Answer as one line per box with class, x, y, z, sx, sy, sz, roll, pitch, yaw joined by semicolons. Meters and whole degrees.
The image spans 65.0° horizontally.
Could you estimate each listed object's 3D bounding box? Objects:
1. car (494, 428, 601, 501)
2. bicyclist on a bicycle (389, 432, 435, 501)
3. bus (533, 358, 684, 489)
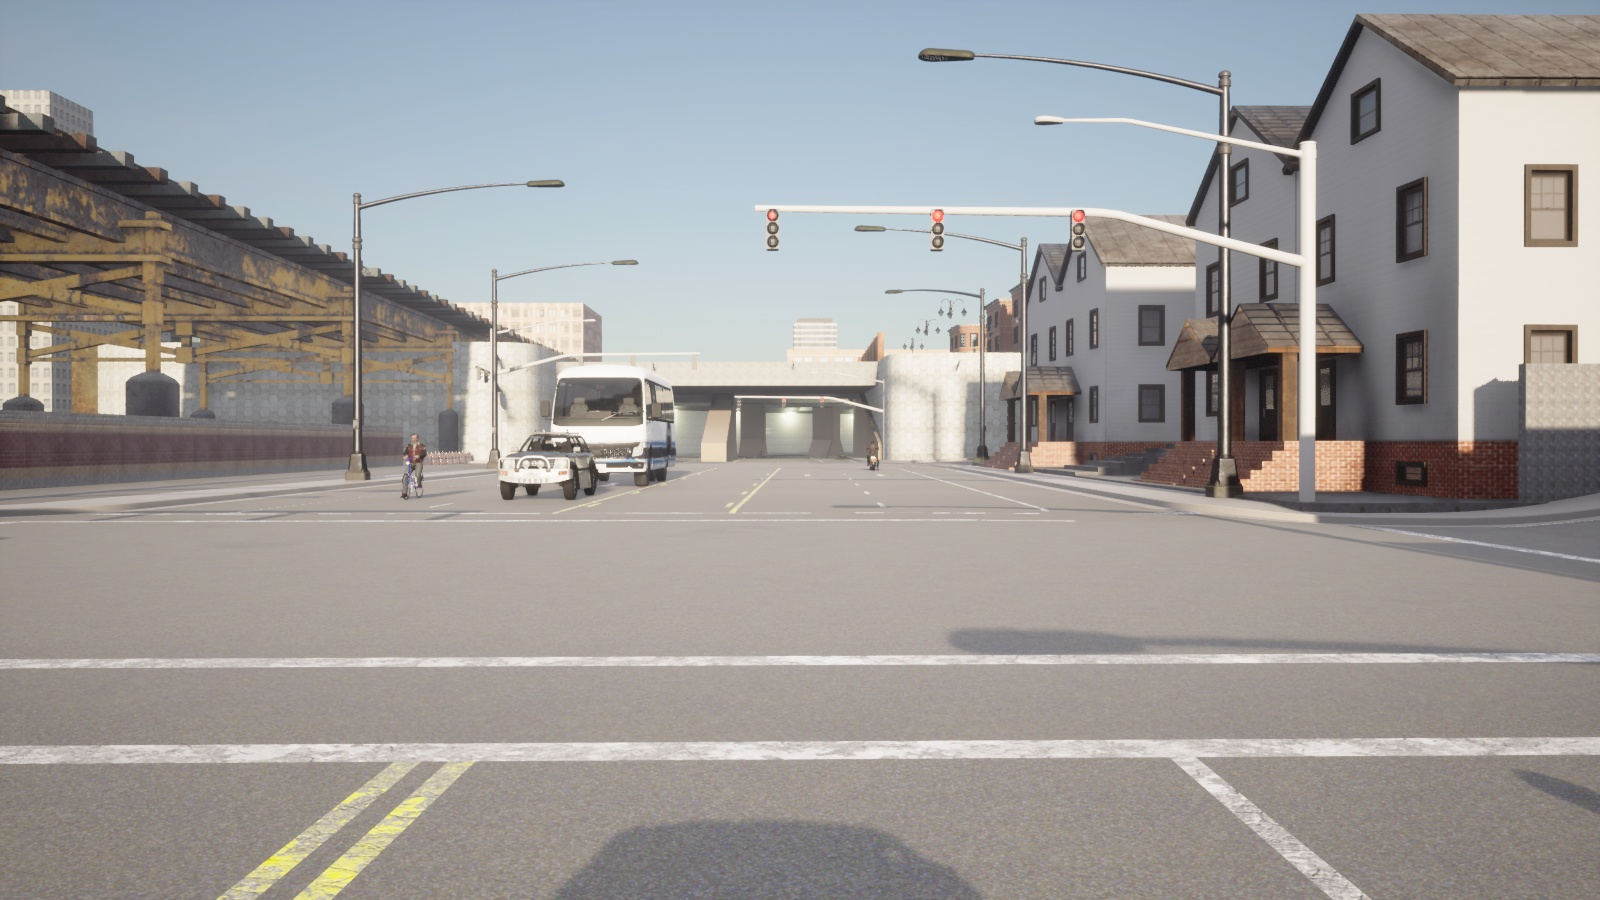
car;-6.784;0.365;34.192;1.932;1.855;4.605;0;0;1
bicyclist on a bicycle;-10.293;0.420;33.368;0.659;1.776;1.843;0;0;0
bus;-6.718;-0.896;46.125;3.944;4.253;10.273;0;0;0
